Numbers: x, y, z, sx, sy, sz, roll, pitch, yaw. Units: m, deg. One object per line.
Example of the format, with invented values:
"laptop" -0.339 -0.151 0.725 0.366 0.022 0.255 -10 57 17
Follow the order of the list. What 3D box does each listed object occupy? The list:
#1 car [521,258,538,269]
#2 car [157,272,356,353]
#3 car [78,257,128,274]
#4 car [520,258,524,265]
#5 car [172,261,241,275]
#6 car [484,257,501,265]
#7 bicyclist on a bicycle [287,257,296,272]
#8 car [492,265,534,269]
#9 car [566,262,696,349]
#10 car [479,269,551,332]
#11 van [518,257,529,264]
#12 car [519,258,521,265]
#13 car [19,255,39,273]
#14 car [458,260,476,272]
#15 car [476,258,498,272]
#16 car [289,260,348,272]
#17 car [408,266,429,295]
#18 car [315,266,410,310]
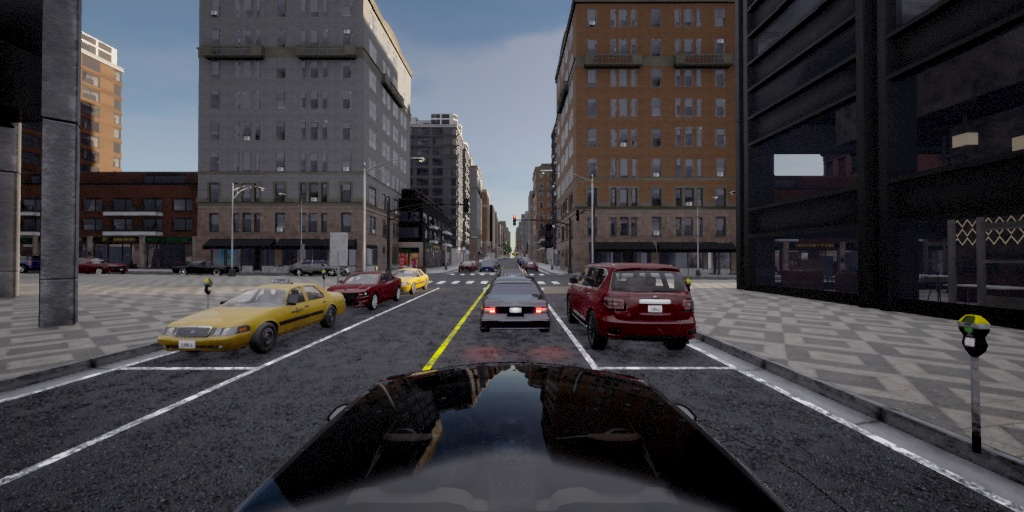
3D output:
"car" 2.542 1.343 47.332 1.802 1.307 4.207 0 0 0
"car" -5.877 1.277 8.879 1.751 1.417 4.829 0 0 0
"car" -36.834 0.897 31.525 5.008 1.535 1.882 1 -1 0
"car" 2.526 1.344 53.005 1.802 1.307 4.207 0 0 0
"car" -26.740 1.112 31.482 4.718 1.301 1.895 1 -1 0
"car" -3.234 1.328 56.613 1.994 1.385 4.181 0 0 0
"bicyclist on a bicycle" -23.112 0.909 37.711 0.582 1.620 1.656 0 0 0
"car" 0.018 1.355 20.522 1.895 1.301 4.718 0 0 0
"car" 2.649 1.066 9.064 2.192 1.841 5.009 0 0 0
"car" 0.066 1.299 10.795 2.033 1.411 5.357 0 0 0
"van" 2.495 1.108 64.352 1.690 1.789 3.998 0 0 0
"car" 2.510 1.346 58.679 1.802 1.307 4.207 0 0 0
"car" -47.617 0.704 34.694 4.553 1.767 2.097 1 -1 1
"car" -5.984 1.306 47.317 1.888 1.381 4.507 0 0 0
"car" -3.249 1.308 46.758 2.033 1.411 5.357 0 0 -4
"car" -16.843 1.092 31.449 4.902 1.511 2.128 1 -1 0
"car" -5.908 1.279 20.128 1.751 1.417 4.829 0 0 0
"car" -5.893 1.298 14.673 1.888 1.381 4.507 0 0 0
